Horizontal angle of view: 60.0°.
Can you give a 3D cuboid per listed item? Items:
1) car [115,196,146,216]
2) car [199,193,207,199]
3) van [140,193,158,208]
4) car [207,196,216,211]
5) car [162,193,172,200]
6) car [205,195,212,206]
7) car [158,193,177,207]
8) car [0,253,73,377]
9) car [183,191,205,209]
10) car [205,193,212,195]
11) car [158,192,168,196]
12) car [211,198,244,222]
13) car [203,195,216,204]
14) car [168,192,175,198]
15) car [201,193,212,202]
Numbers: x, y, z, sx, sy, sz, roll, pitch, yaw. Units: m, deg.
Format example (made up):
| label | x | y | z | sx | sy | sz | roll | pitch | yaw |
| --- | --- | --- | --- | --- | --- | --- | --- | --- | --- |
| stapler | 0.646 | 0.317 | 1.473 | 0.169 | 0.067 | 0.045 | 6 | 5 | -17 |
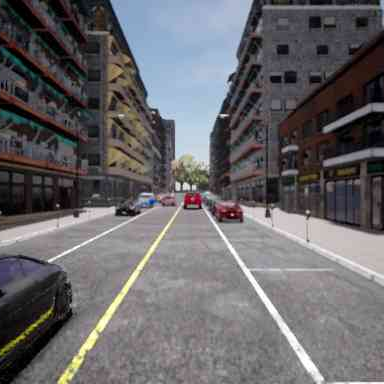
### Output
| label | x | y | z | sx | sy | sz | roll | pitch | yaw |
| --- | --- | --- | --- | --- | --- | --- | --- | --- | --- |
| car | -5.678 | 1.355 | 30.155 | 1.947 | 1.339 | 4.313 | 1 | 0 | 0 |
| car | 2.700 | 1.016 | 81.484 | 1.802 | 1.307 | 4.206 | 1 | 0 | 0 |
| van | -5.674 | 1.051 | 41.546 | 1.690 | 1.788 | 3.998 | 1 | 0 | 0 |
| car | 2.702 | 1.355 | 30.218 | 1.947 | 1.339 | 4.313 | 1 | 0 | 0 |
| car | -5.680 | 1.019 | 75.726 | 1.887 | 1.381 | 4.507 | 1 | 0 | 0 |
| car | 2.702 | 1.315 | 35.914 | 1.947 | 1.339 | 4.313 | 1 | 0 | 0 |
| car | -3.090 | 1.212 | 44.883 | 1.812 | 1.442 | 4.674 | 0 | 0 | 0 |
| car | -3.100 | 1.534 | 4.206 | 1.994 | 1.385 | 4.181 | 0 | 0 | 0 |
| car | 0.106 | 0.936 | 41.040 | 2.150 | 2.045 | 5.566 | 0 | 1 | 0 |
| car | 2.702 | 1.221 | 47.307 | 2.008 | 1.369 | 4.403 | 1 | 0 | 0 |
| car | -5.679 | 1.143 | 58.637 | 2.008 | 1.369 | 4.403 | 1 | 0 | 0 |
| car | 2.703 | 1.373 | 24.522 | 1.887 | 1.381 | 4.507 | 1 | 0 | 0 |
| car | 2.702 | 1.212 | 53.003 | 1.802 | 1.307 | 4.206 | 1 | 0 | 0 |
| car | -5.653 | 0.883 | 92.644 | 1.752 | 1.417 | 4.829 | 1 | 0 | 0 |
| car | 2.704 | 0.992 | 64.395 | 1.967 | 1.590 | 4.097 | 1 | 0 | 0 |
